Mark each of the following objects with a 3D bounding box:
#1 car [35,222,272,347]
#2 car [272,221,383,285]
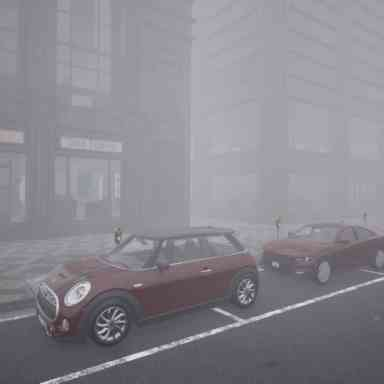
[{"bbox_3d":[-0.686,1.440,6.263,4.097,1.590,1.967,0,1,-35],"label":"car"},{"bbox_3d":[3.893,1.545,9.530,4.507,1.381,1.887,0,1,-35],"label":"car"}]
